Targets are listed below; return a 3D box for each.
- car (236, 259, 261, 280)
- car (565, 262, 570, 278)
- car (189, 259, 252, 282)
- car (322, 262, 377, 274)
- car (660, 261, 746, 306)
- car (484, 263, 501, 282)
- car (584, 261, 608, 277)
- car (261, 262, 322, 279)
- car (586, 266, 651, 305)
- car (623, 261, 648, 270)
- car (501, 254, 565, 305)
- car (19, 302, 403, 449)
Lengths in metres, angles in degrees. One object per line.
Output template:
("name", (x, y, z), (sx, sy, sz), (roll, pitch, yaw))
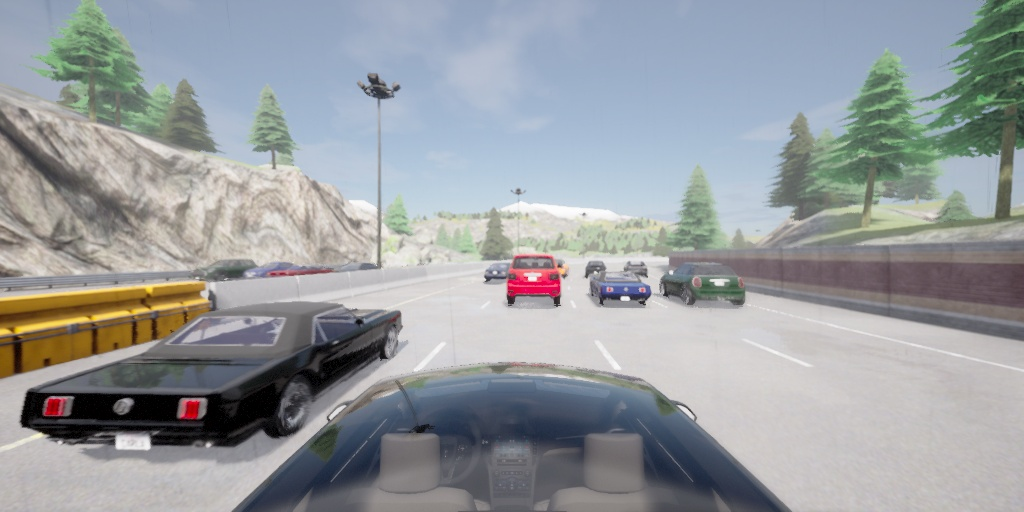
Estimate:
("car", (-18.520, 1.187, 28.168), (1.812, 1.442, 4.674), (0, 0, 11))
("car", (4.062, 1.011, 32.627), (2.097, 1.767, 4.553), (0, 0, 13))
("car", (-22.112, 1.013, 27.848), (2.097, 1.767, 4.553), (0, 0, 10))
("car", (-11.649, 1.195, 26.870), (1.812, 1.442, 4.674), (0, 0, 11))
("car", (8.099, 1.064, 15.682), (2.097, 1.767, 4.553), (0, 0, 6))
("car", (-0.695, 1.220, 27.522), (2.033, 1.411, 5.357), (0, 0, 11))
("car", (7.769, 1.165, 33.131), (1.837, 1.490, 4.892), (0, 0, 14))
("car", (-15.344, 1.270, 26.185), (1.895, 1.301, 4.718), (0, 0, 10))
("car", (4.547, 1.311, 15.767), (1.895, 1.301, 4.718), (0, 0, 6))
("car", (11.393, 1.153, 33.163), (2.128, 1.511, 4.902), (0, 0, 14))
("car", (1.052, 0.929, 15.914), (2.150, 2.045, 5.566), (0, 0, 6))
("car", (-3.254, 1.338, 5.376), (1.895, 1.301, 4.718), (0, 0, 2))
